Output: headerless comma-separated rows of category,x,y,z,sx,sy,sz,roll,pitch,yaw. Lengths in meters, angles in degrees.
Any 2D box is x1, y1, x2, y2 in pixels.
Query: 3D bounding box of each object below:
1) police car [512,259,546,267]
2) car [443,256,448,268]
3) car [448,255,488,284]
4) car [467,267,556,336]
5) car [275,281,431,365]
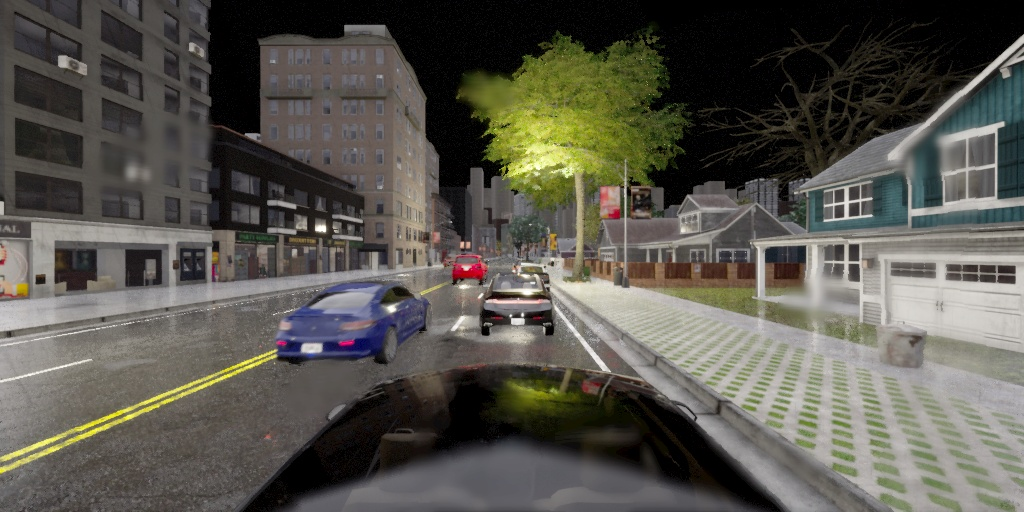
police car,1.059,1.164,20.633,1.930,1.638,5.238,0,0,0
car,-9.580,0.925,57.786,2.150,2.045,5.566,0,0,1
car,-3.039,0.956,26.634,2.150,2.045,5.566,0,0,0
car,0.138,1.238,10.384,2.128,1.511,4.902,0,0,0
car,-3.124,1.274,7.919,1.812,1.442,4.674,0,0,0
